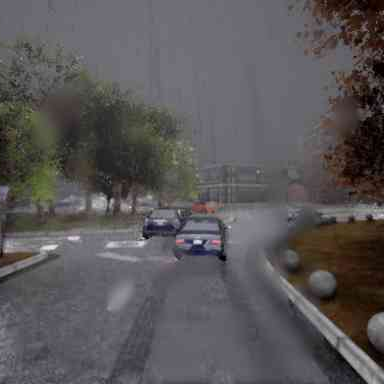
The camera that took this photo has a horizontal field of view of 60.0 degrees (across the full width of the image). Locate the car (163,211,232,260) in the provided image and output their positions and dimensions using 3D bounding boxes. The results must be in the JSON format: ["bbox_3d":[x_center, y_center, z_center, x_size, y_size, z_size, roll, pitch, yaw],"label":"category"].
[{"bbox_3d":[0.528,1.694,13.160,2.033,1.411,5.357,0,-1,8],"label":"car"}]

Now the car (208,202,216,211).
[{"bbox_3d":[1.398,2.214,49.372,2.097,1.767,4.553,1,-2,-40],"label":"car"}]

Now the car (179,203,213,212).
[{"bbox_3d":[0.627,2.508,54.251,5.357,1.411,2.033,-1,-1,36],"label":"car"}]

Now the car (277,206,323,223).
[{"bbox_3d":[9.687,2.010,29.078,2.033,1.411,5.357,-1,-2,42],"label":"car"}]

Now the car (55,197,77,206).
[{"bbox_3d":[-32.234,2.708,83.822,4.553,1.767,2.185,0,-1,-15],"label":"car"}]

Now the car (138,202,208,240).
[{"bbox_3d":[-0.881,1.592,18.233,2.097,1.767,4.553,0,-1,18],"label":"car"}]

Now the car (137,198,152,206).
[{"bbox_3d":[-12.336,2.964,87.155,4.792,1.488,2.163,0,-1,-15],"label":"car"}]

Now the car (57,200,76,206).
[{"bbox_3d":[-33.667,2.927,89.149,4.674,1.452,2.002,0,-1,-15],"label":"car"}]

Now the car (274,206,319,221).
[{"bbox_3d":[10.549,2.112,33.446,4.181,1.385,1.994,0,-2,-30],"label":"car"}]

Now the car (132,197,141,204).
[{"bbox_3d":[-13.657,2.871,92.429,4.553,1.767,2.185,0,-1,-15],"label":"car"}]
